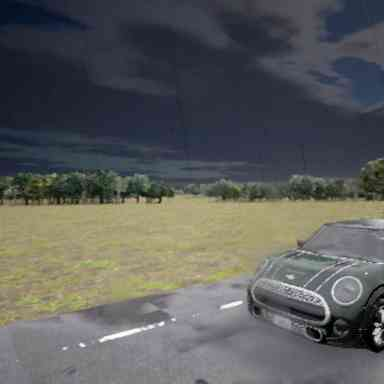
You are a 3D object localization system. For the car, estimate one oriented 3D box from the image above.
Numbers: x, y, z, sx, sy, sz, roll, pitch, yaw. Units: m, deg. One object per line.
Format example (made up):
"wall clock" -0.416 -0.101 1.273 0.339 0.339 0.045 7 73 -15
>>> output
"car" 3.173 1.335 6.254 4.553 1.767 2.097 0 0 -35
